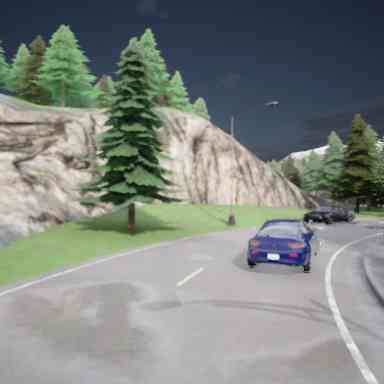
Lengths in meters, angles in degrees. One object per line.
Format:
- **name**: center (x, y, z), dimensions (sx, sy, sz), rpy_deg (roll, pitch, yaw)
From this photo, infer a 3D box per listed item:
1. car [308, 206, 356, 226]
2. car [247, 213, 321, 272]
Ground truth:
- **car**: center (10.873, 1.792, 26.256), dimensions (5.357, 1.411, 2.033), rpy_deg (1, 0, -38)
- **car**: center (3.156, 1.620, 11.192), dimensions (1.812, 1.442, 4.674), rpy_deg (0, -1, 24)
